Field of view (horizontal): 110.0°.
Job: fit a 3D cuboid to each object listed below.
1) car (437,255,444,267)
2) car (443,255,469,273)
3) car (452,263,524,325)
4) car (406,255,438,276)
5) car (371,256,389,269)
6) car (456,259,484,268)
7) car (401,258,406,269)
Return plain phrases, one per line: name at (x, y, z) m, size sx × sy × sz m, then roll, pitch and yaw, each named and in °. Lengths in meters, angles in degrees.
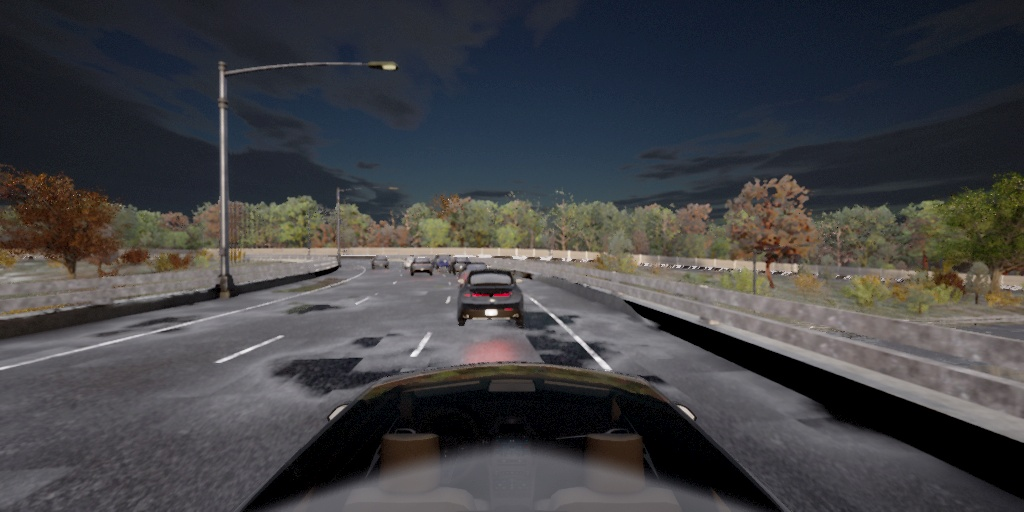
car at (-8.538, 0.612, 43.700) m, size 2.097 × 1.767 × 4.553 m, roll 0°, pitch 1°, yaw -21°
car at (-4.730, 0.877, 32.827) m, size 2.128 × 1.511 × 4.902 m, roll 0°, pitch 1°, yaw -16°
car at (-0.688, 1.140, 11.416) m, size 1.837 × 1.490 × 4.892 m, roll 0°, pitch 1°, yaw -4°
car at (-8.130, 0.892, 32.082) m, size 2.128 × 1.511 × 4.902 m, roll 0°, pitch 1°, yaw -16°
car at (-15.807, 0.776, 42.968) m, size 2.128 × 1.511 × 4.902 m, roll 0°, pitch 1°, yaw -23°
car at (-2.282, 1.070, 22.273) m, size 1.994 × 1.385 × 4.181 m, roll 0°, pitch 1°, yaw -10°
car at (-12.075, 0.800, 43.113) m, size 1.812 × 1.442 × 4.674 m, roll 0°, pitch 1°, yaw -22°
